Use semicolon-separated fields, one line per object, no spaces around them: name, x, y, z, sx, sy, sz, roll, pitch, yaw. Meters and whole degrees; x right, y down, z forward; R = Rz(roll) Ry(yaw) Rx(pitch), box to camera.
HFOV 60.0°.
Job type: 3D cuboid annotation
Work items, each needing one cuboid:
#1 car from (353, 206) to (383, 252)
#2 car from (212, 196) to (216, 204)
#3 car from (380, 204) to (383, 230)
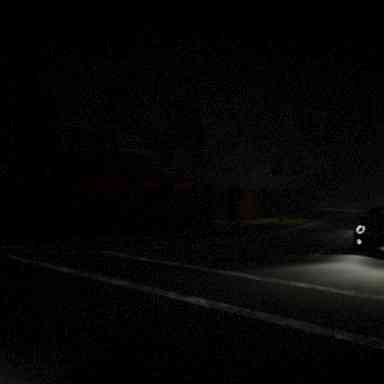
car;7.914;1.379;13.373;2.097;1.767;4.553;0;0;34
car;1.175;0.901;48.753;4.605;1.855;1.932;0;0;34
car;13.501;1.558;21.647;1.812;1.442;4.674;0;0;34
